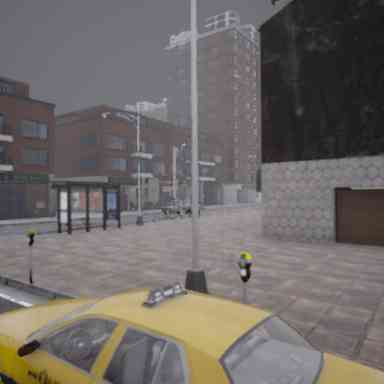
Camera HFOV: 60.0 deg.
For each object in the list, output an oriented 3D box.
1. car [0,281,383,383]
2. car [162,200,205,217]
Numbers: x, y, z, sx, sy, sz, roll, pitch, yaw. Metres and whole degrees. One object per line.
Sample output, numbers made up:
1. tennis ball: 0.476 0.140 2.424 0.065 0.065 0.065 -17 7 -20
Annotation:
1. car: -0.456 1.531 3.141 4.829 1.417 1.752 0 0 35
2. car: -0.679 1.476 30.407 2.128 1.511 4.902 -1 0 35
